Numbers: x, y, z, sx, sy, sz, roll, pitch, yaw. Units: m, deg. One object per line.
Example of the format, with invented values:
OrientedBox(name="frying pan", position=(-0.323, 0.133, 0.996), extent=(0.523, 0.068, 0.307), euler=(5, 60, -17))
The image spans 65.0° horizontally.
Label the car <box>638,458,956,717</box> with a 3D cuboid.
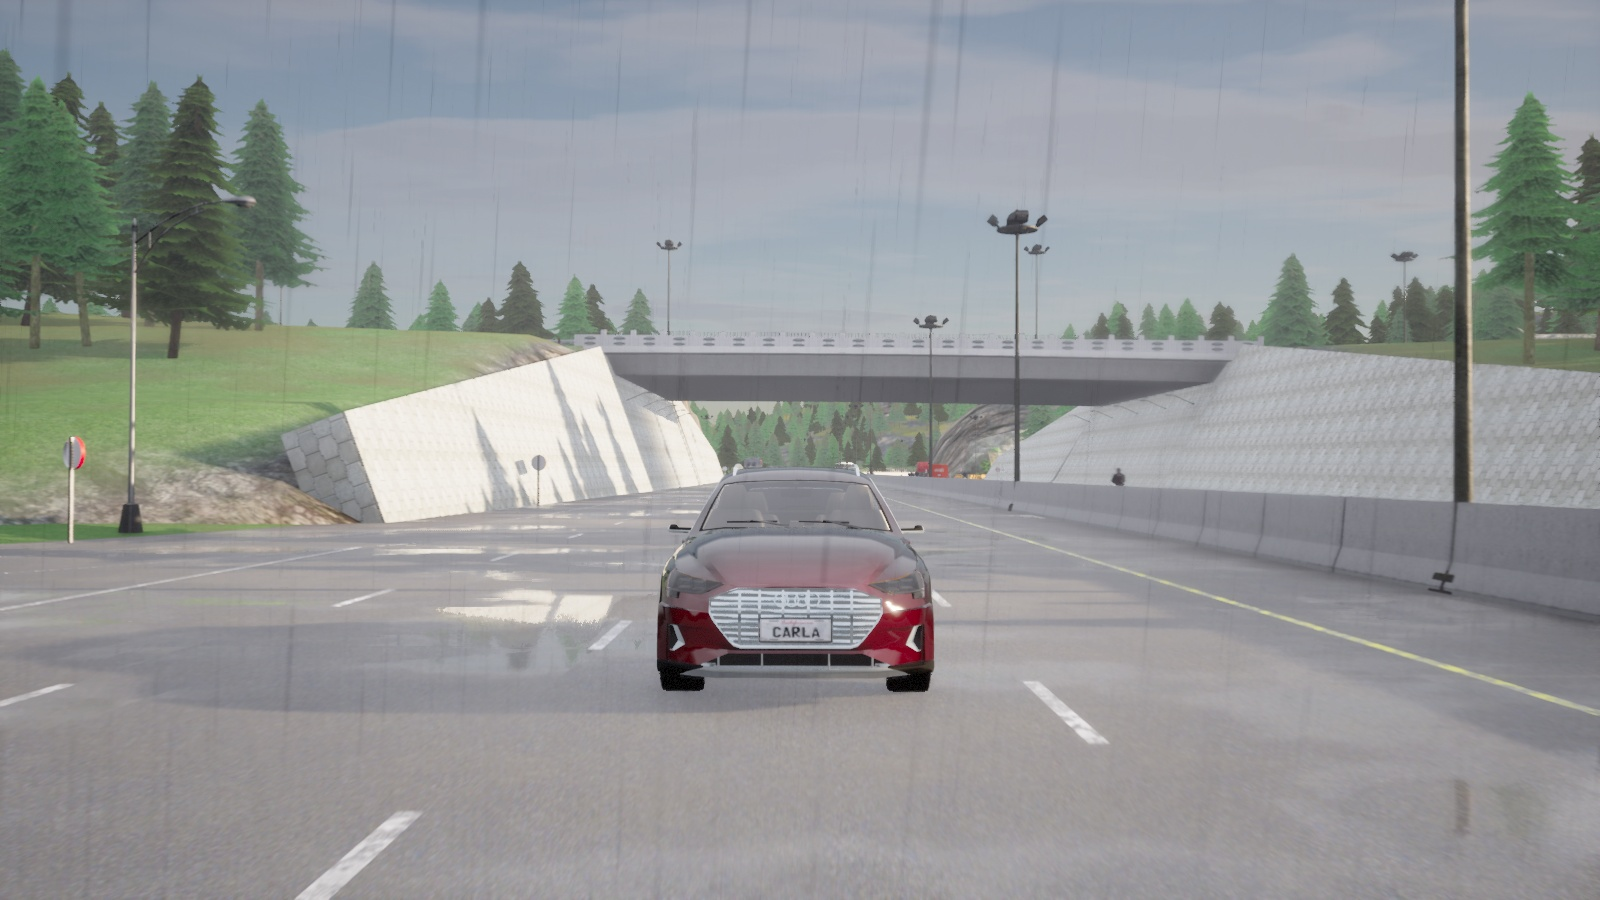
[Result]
OrientedBox(name="car", position=(-0.026, 0.920, 10.479), extent=(2.033, 1.649, 4.856), euler=(0, -1, 0))
